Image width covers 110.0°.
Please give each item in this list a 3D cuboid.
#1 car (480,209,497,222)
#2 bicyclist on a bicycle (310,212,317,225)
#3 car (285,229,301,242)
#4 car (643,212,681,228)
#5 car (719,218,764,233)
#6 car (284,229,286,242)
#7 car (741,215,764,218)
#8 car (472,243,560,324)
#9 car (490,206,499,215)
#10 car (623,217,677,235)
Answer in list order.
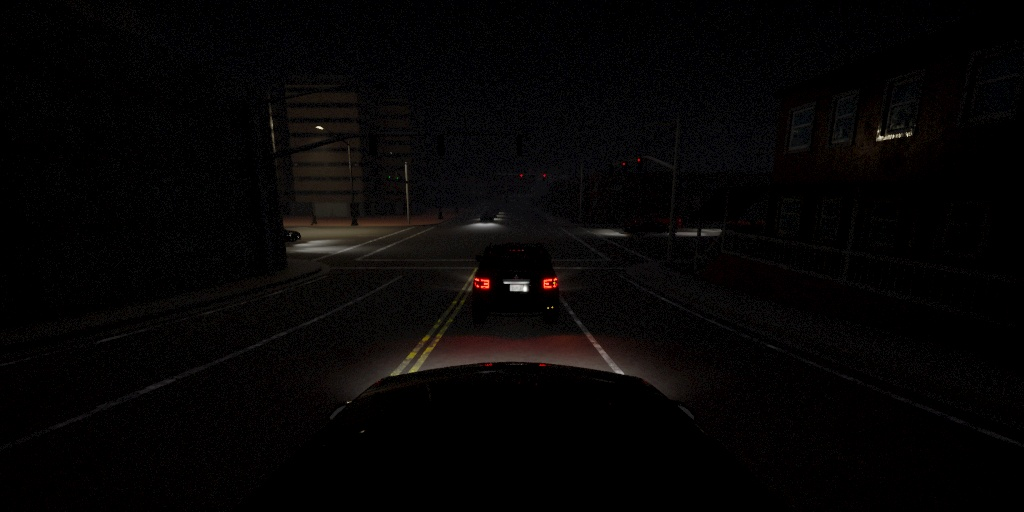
[{"bbox_3d":[-3.734,-5.881,54.116,1.895,1.301,4.718,0,10,0],"label":"car"},{"bbox_3d":[-25.383,-4.785,45.845,0.582,1.620,1.656,0,10,0],"label":"bicyclist on a bicycle"},{"bbox_3d":[-20.110,-1.807,29.621,4.892,1.490,1.837,0,10,0],"label":"car"},{"bbox_3d":[15.957,-3.865,40.116,5.566,2.045,2.150,0,10,0],"label":"car"},{"bbox_3d":[24.044,-2.899,36.722,4.718,1.301,1.895,0,10,0],"label":"car"},{"bbox_3d":[-19.916,-1.232,26.176,4.902,1.511,2.128,0,10,0],"label":"car"},{"bbox_3d":[26.426,-3.732,40.127,4.553,1.767,2.097,0,10,0],"label":"car"},{"bbox_3d":[0.062,0.602,10.736,2.150,2.045,5.566,0,4,-1],"label":"car"},{"bbox_3d":[-3.733,-7.450,62.863,1.812,1.442,4.674,0,10,0],"label":"car"},{"bbox_3d":[13.829,-2.977,36.696,4.674,1.442,1.812,0,10,0],"label":"car"}]
